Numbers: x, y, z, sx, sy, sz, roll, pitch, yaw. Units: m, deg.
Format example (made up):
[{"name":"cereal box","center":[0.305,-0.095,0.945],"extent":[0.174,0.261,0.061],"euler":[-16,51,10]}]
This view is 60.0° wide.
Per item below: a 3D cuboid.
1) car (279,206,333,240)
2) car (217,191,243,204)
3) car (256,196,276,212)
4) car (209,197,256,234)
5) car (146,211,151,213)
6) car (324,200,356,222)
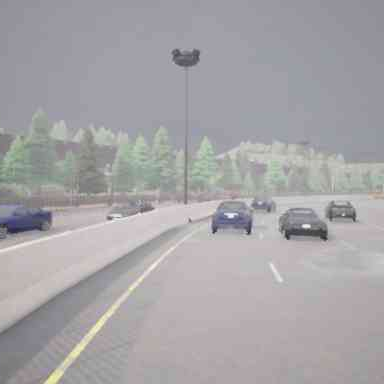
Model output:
[{"name":"car","center":[5.535,1.496,16.899],"extent":[1.994,1.385,4.181],"euler":[0,0,11]},{"name":"car","center":[6.578,0.955,56.510],"extent":[2.150,2.045,5.566],"euler":[0,1,33]},{"name":"car","center":[7.786,1.196,35.942],"extent":[2.097,1.767,4.553],"euler":[0,0,23]},{"name":"car","center":[2.427,1.264,19.063],"extent":[2.097,1.767,4.553],"euler":[0,0,12]},{"name":"car","center":[-4.113,1.364,22.729],"extent":[2.128,1.511,4.902],"euler":[0,0,14]},{"name":"car","center":[11.432,1.398,25.789],"extent":[2.128,1.511,4.902],"euler":[0,0,17]}]
